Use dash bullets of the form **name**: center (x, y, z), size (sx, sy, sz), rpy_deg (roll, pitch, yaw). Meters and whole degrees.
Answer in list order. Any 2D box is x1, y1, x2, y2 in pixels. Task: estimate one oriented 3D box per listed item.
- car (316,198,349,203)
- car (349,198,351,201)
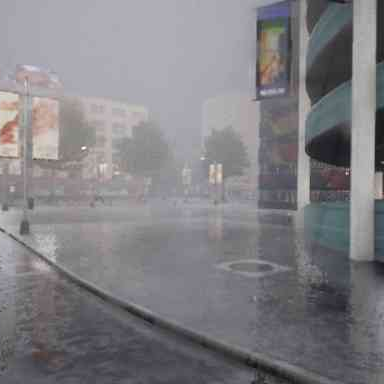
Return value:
- **car**: center (16.511, 1.485, 40.267), size (4.674, 1.452, 2.002), rpy_deg (1, 0, -37)
- **car**: center (23.780, 1.659, 50.892), size (4.786, 1.482, 2.161), rpy_deg (1, 0, -37)
